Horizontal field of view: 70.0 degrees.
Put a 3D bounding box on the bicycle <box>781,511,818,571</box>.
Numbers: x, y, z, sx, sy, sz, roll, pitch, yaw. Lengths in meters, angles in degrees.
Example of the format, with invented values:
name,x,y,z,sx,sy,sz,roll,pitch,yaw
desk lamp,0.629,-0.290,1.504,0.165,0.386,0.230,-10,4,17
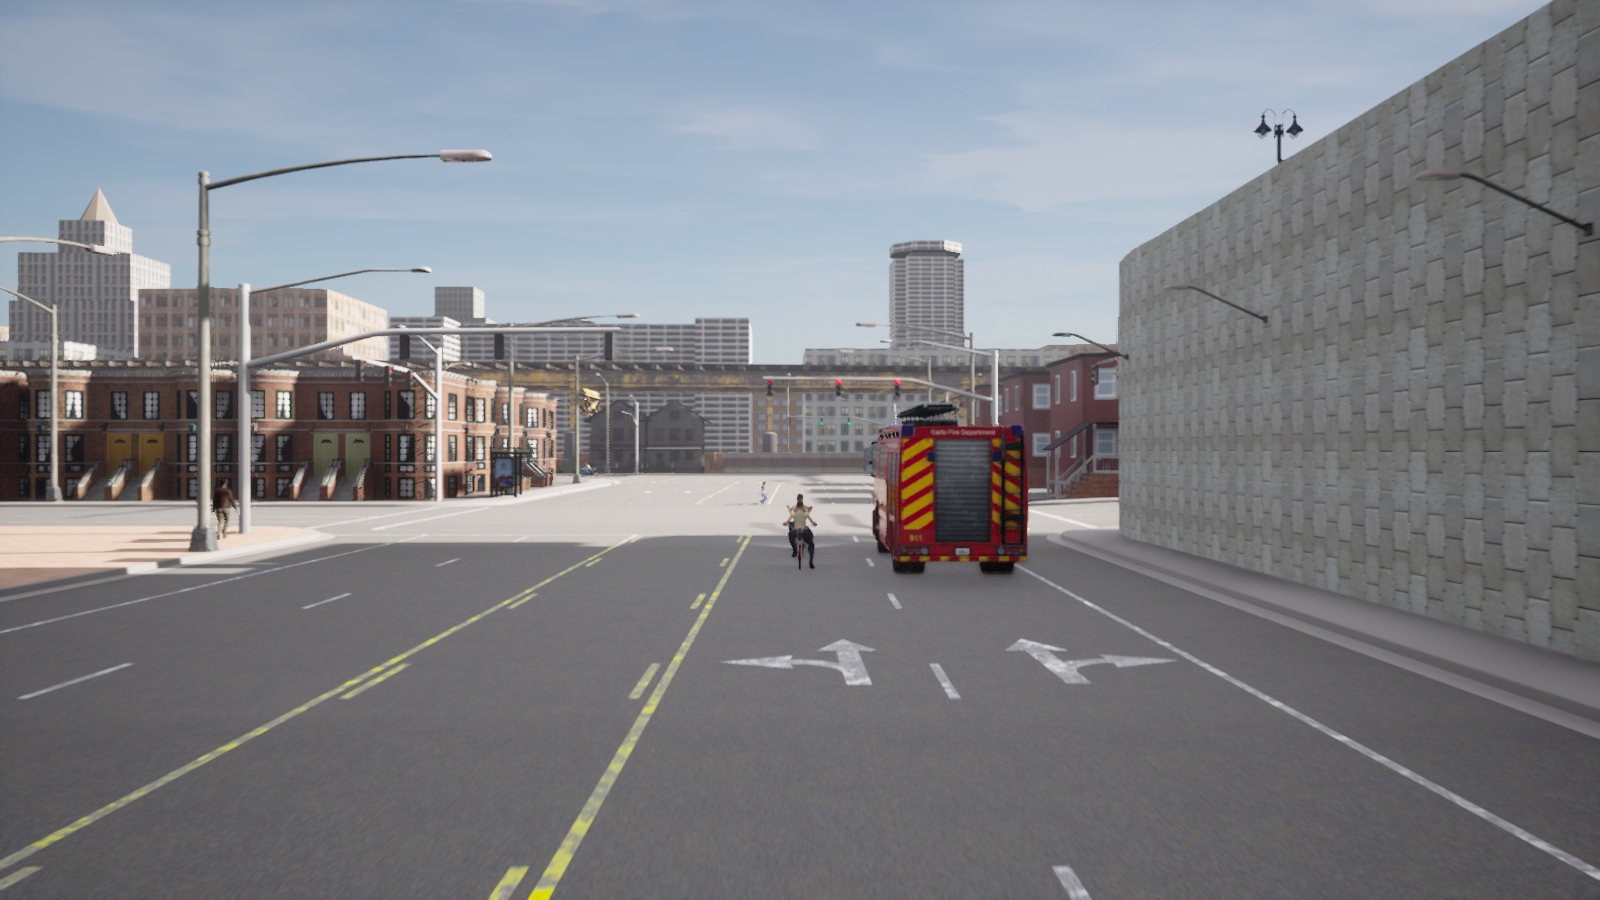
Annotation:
name,x,y,z,sx,sy,sz,roll,pitch,yaw
bicycle,-0.004,2.145,27.124,0.859,1.301,1.487,0,0,0

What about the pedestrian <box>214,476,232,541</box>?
name,x,y,z,sx,sy,sz,roll,pitch,yaw
pedestrian,-16.846,1.697,33.362,0.375,1.860,0.375,0,0,-12

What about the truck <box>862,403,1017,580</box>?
name,x,y,z,sx,sy,sz,roll,pitch,yaw
truck,3.244,0.891,28.947,2.891,3.827,8.468,0,0,0

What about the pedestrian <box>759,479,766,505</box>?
name,x,y,z,sx,sy,sz,roll,pitch,yaw
pedestrian,-1.895,2.129,58.037,0.375,1.300,0.375,0,0,0
